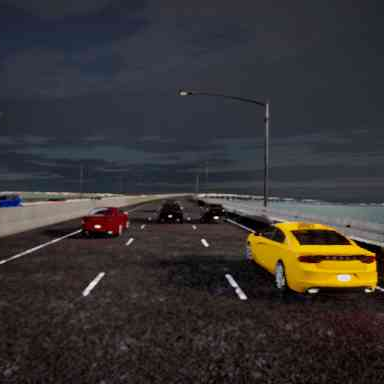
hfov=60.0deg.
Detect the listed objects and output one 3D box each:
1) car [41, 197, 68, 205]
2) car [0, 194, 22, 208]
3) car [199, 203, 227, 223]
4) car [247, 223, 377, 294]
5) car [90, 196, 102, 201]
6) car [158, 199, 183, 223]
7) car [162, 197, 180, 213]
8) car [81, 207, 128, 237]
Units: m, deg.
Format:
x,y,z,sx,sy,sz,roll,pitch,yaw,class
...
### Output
x,y,z,sx,sy,sz,roll,pitch,yaw,class
-16.716,1.449,40.544,2.097,1.767,4.553,1,0,-3,car
-19.906,1.247,34.713,2.150,2.045,5.566,1,0,-3,car
1.720,1.713,27.762,1.837,1.490,4.892,1,0,-3,car
2.874,1.572,9.111,1.882,1.535,5.008,1,0,-4,car
-21.771,1.648,75.460,2.128,1.511,4.902,1,0,-2,car
-1.737,1.644,26.947,1.882,1.535,5.008,1,0,-3,car
-2.561,1.604,41.732,2.097,1.767,4.553,1,0,-3,car
-4.747,1.556,18.691,1.882,1.535,5.008,1,0,-4,car
